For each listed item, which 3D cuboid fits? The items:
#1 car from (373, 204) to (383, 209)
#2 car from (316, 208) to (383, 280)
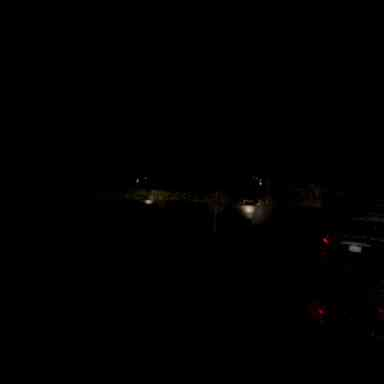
[{"bbox_3d":[13.050,1.808,21.939,2.150,2.045,5.566,2,-1,45],"label":"car"},{"bbox_3d":[5.522,1.521,9.910,2.097,1.767,4.553,2,-1,42],"label":"car"}]
